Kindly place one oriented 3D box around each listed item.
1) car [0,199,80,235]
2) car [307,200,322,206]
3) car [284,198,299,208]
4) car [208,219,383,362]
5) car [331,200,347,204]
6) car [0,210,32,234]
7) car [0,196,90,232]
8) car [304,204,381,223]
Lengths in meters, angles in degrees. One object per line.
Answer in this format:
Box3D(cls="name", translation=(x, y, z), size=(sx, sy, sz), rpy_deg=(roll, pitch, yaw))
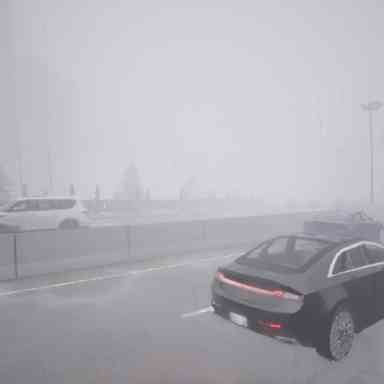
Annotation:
Box3D(cls="car", translation=(-9.154, 1.361, 19.290), size=(4.553, 1.767, 2.097), rpy_deg=(0, 0, -40))
Box3D(cls="car", translation=(17.733, 1.760, 48.150), size=(1.895, 1.301, 4.718), rpy_deg=(0, 0, 25))
Box3D(cls="car", translation=(15.778, 1.668, 52.480), size=(1.882, 1.535, 5.008), rpy_deg=(0, 0, 22))
Box3D(cls="car", translation=(2.503, 1.493, 5.980), size=(4.902, 1.511, 2.128), rpy_deg=(0, 0, -39))
Box3D(cls="car", translation=(19.130, 1.693, 43.173), size=(1.994, 1.385, 4.181), rpy_deg=(0, 0, 26))
Box3D(cls="car", translation=(-8.197, 1.526, 11.189), size=(4.674, 1.442, 1.812), rpy_deg=(0, 0, -37))
Box3D(cls="car", translation=(-7.746, 1.227, 15.869), size=(5.566, 2.045, 2.150), rpy_deg=(0, 0, -39))
Box3D(cls="car", translation=(6.649, 1.492, 14.382), size=(5.008, 1.535, 1.882), rpy_deg=(0, 0, -44))
